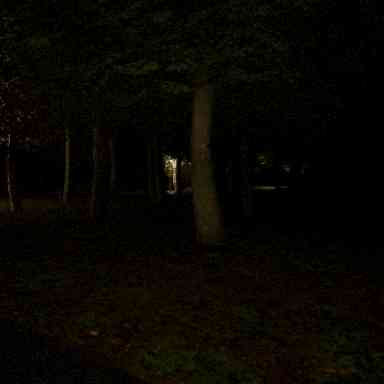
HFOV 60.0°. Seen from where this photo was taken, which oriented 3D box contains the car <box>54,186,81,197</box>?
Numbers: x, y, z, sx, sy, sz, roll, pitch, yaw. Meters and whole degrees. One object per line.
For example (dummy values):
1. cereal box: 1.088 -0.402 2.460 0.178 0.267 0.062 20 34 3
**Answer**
1. car: -25.511 -0.145 68.285 2.150 2.045 5.566 -2 1 34
